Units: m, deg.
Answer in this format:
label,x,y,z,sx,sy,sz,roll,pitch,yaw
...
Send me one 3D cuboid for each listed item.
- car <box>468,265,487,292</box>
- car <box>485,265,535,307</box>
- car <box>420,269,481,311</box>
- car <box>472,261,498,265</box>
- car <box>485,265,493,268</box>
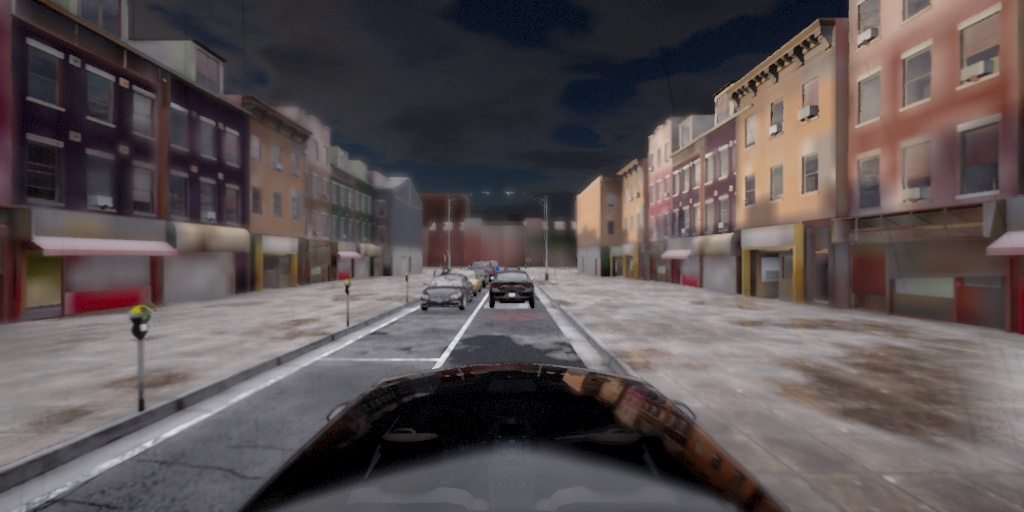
label,x,y,z,sx,sy,sz,roll,pitch,yaw
car,-2.634,1.456,20.424,1.751,1.417,4.829,0,0,0
car,0.010,1.368,16.335,1.882,1.535,5.008,0,0,0
car,-2.635,1.429,15.167,2.007,1.370,4.403,0,0,0
car,-2.631,1.353,31.446,2.192,1.841,5.009,0,0,0
car,-2.633,1.550,26.020,1.948,1.339,4.313,0,0,0
